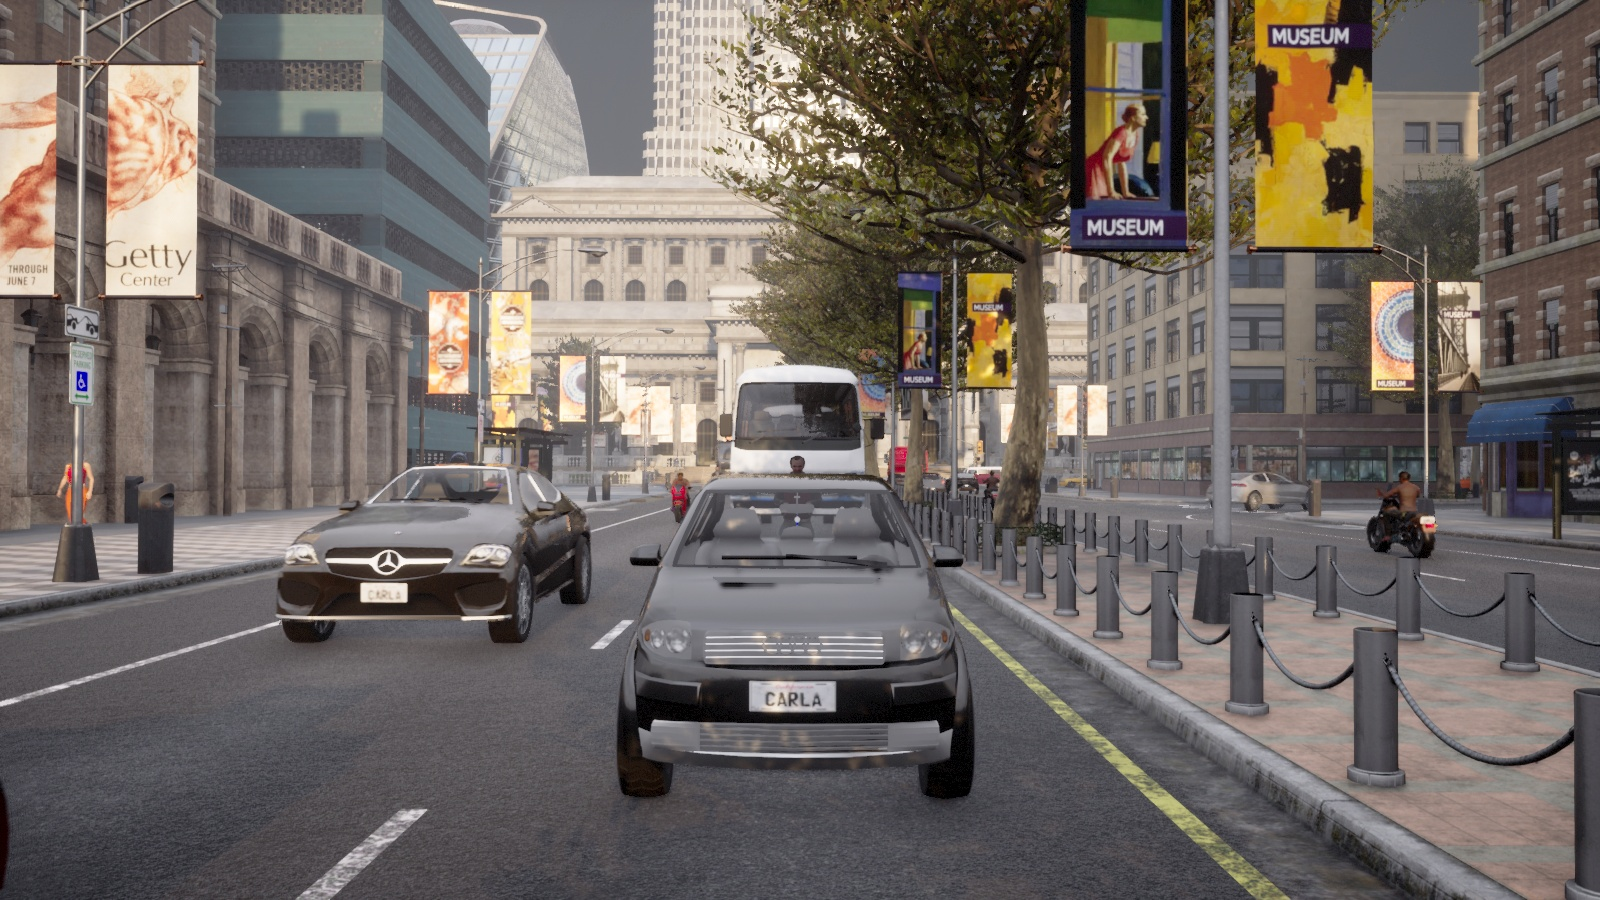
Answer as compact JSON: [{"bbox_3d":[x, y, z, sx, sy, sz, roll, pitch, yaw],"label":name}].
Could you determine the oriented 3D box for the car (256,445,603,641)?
[{"bbox_3d":[-3.523,0.827,13.125,2.152,1.651,5.027,0,-1,0],"label":"car"}]

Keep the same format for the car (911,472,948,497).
[{"bbox_3d":[7.869,2.077,76.462,1.845,1.501,3.633,0,-1,0],"label":"car"}]

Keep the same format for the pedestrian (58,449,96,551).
[{"bbox_3d":[-13.178,0.907,22.887,0.345,1.836,0.594,0,-1,0],"label":"pedestrian"}]

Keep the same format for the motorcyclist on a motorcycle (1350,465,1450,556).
[{"bbox_3d":[11.459,1.122,24.068,0.766,1.649,2.350,0,-1,0],"label":"motorcyclist on a motorcycle"}]

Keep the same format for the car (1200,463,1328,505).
[{"bbox_3d":[19.356,1.393,52.369,5.027,1.651,2.152,0,-1,-26],"label":"car"}]

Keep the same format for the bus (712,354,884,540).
[{"bbox_3d":[-0.063,0.008,33.987,3.944,4.253,10.273,0,-1,0],"label":"bus"}]

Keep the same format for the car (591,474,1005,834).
[{"bbox_3d":[-0.011,0.916,7.299,1.789,1.549,3.705,0,-1,0],"label":"car"}]

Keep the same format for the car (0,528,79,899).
[{"bbox_3d":[-3.498,0.930,2.226,1.994,1.385,4.181,0,-1,1],"label":"car"}]

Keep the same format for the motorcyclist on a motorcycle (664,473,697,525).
[{"bbox_3d":[-3.564,1.439,37.482,0.797,1.523,2.044,0,-1,0],"label":"motorcyclist on a motorcycle"}]

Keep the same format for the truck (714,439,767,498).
[{"bbox_3d":[-3.635,1.162,78.553,2.891,3.462,7.936,0,-1,0],"label":"truck"}]

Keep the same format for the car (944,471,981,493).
[{"bbox_3d":[11.302,2.213,87.519,1.882,1.535,5.008,0,-1,0],"label":"car"}]

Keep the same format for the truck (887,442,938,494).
[{"bbox_3d":[7.820,1.282,88.391,2.891,3.462,7.936,0,-1,0],"label":"truck"}]
